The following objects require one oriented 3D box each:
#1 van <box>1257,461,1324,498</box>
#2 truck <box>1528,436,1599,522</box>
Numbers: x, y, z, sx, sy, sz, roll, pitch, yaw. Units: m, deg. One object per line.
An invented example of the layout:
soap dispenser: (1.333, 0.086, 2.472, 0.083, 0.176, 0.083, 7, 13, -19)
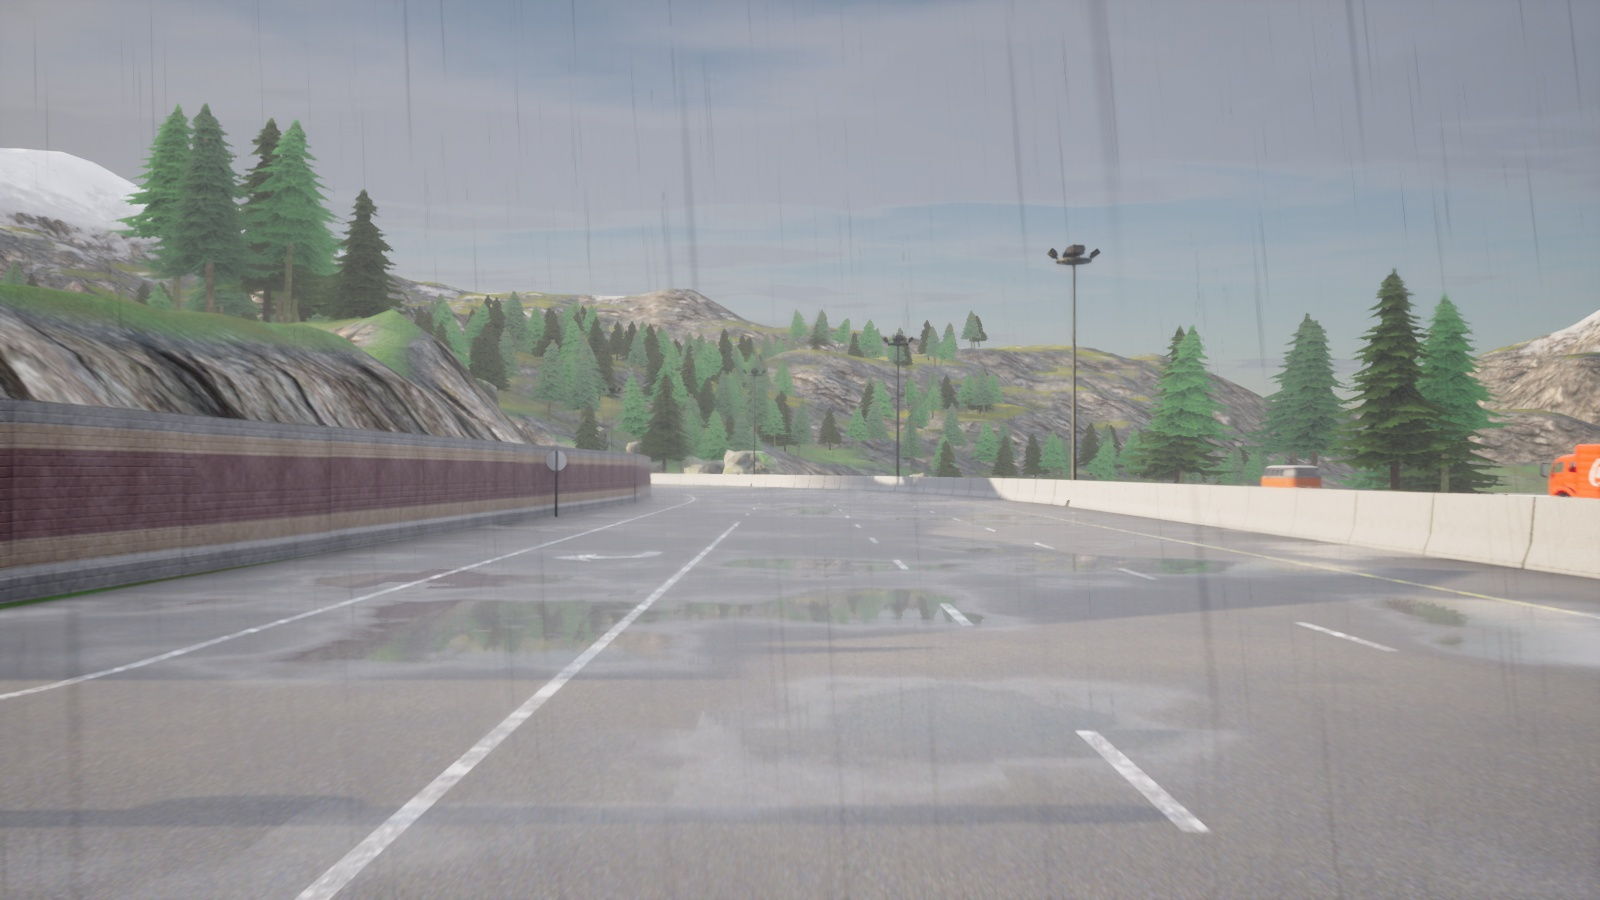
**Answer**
van: (27.420, 1.636, 70.380, 1.775, 1.987, 4.442, 0, -1, -4)
truck: (24.465, 0.859, 37.339, 2.627, 2.467, 5.204, 0, -1, 0)
